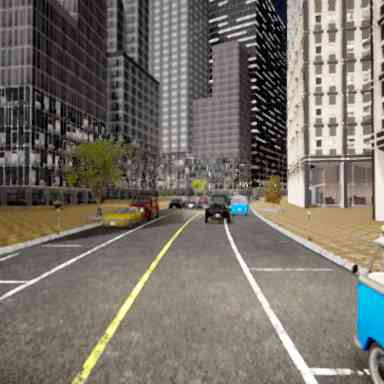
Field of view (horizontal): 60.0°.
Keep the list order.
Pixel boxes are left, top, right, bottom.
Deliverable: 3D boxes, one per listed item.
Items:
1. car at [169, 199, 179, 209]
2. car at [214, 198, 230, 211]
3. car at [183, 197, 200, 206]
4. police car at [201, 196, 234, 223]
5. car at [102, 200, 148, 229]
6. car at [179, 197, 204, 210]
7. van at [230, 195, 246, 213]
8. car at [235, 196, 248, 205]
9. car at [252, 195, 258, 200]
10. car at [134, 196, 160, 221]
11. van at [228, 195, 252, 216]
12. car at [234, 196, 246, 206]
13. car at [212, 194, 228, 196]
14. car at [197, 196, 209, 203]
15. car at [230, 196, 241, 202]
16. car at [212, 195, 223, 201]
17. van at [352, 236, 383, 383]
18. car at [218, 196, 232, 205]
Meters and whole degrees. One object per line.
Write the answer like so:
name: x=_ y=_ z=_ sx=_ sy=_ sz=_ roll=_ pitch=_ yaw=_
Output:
car: x=-1.921 y=1.557 z=44.695 sx=1.947 sy=1.339 sz=4.313 roll=1 pitch=0 yaw=8
car: x=3.778 y=1.507 z=41.366 sx=1.812 sy=1.442 sz=4.674 roll=0 pitch=0 yaw=8
car: x=-0.040 y=1.555 z=55.940 sx=1.947 sy=1.339 sz=4.313 roll=1 pitch=0 yaw=10
police car: x=1.990 y=1.414 z=25.691 sx=1.930 sy=1.638 sz=5.238 roll=0 pitch=0 yaw=5
car: x=-4.457 y=1.518 z=21.820 sx=1.752 sy=1.417 sz=4.829 roll=1 pitch=0 yaw=4
car: x=0.205 y=1.478 z=41.889 sx=2.128 sy=1.511 sz=4.902 roll=0 pitch=0 yaw=8
van: x=5.204 y=1.321 z=37.671 sx=1.690 sy=1.788 sz=3.998 roll=1 pitch=0 yaw=8
car: x=9.107 y=1.530 z=60.890 sx=1.947 sy=1.339 sz=4.313 roll=1 pitch=0 yaw=12
car: x=14.685 y=1.524 z=83.328 sx=1.947 sy=1.339 sz=4.313 roll=1 pitch=0 yaw=16
car: x=-3.971 y=1.308 z=27.636 sx=2.192 sy=1.841 sz=5.009 roll=1 pitch=0 yaw=5
van: x=4.511 y=1.325 z=31.849 sx=1.690 sy=1.788 sz=3.998 roll=1 pitch=0 yaw=6
car: x=8.002 y=1.493 z=55.322 sx=1.752 sy=1.417 sz=4.829 roll=1 pitch=0 yaw=11
car: x=3.011 y=1.208 z=35.489 sx=2.150 sy=2.045 sz=5.566 roll=0 pitch=0 yaw=7
car: x=2.238 y=1.570 z=67.055 sx=1.802 sy=1.307 sz=4.206 roll=1 pitch=0 yaw=13
car: x=9.973 y=1.511 z=76.565 sx=1.895 sy=1.301 sz=4.718 roll=0 pitch=0 yaw=16
car: x=6.361 y=1.559 z=83.378 sx=1.947 sy=1.339 sz=4.313 roll=1 pitch=0 yaw=16
van: x=2.741 y=1.343 z=2.436 sx=1.690 sy=1.788 sz=3.998 roll=1 pitch=0 yaw=1
car: x=5.816 y=1.452 z=58.609 sx=1.882 sy=1.535 sz=5.008 roll=0 pitch=0 yaw=12
